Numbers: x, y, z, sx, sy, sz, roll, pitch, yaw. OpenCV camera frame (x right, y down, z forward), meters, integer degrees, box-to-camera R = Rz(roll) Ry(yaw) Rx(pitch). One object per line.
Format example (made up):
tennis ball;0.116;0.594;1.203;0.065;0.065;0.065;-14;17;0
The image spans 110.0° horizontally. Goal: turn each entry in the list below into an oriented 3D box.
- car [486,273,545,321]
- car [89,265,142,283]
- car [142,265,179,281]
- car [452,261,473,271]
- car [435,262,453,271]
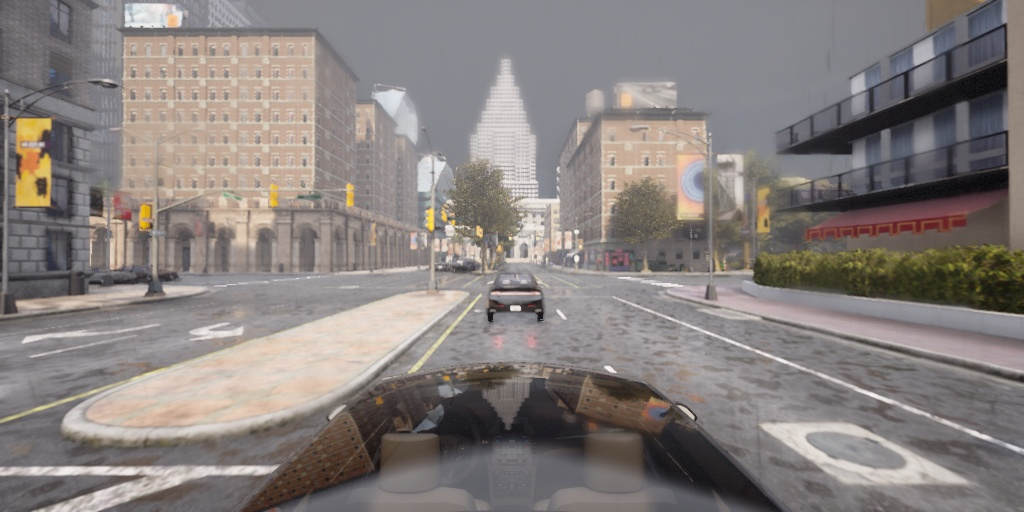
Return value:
car;0.111;1.335;12.903;2.128;1.511;4.902;0;0;0
car;-33.819;1.581;29.327;4.718;1.301;1.895;0;0;0
car;-33.842;1.557;32.825;5.357;1.411;2.033;0;0;0
car;-8.011;1.824;58.385;1.895;1.301;4.718;0;0;0
car;-11.500;1.727;59.834;2.128;1.511;4.902;0;0;0
